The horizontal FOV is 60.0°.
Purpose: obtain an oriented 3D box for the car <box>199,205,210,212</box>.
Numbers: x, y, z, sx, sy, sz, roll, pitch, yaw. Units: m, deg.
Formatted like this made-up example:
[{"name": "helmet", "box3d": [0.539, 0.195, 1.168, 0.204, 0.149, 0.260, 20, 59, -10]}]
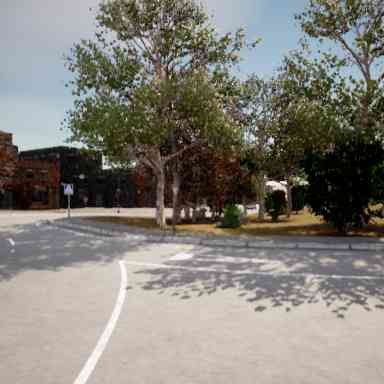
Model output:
[{"name": "car", "box3d": [3.885, 4.686, 93.762, 2.435, 2.045, 5.566, 0, -2, 26]}]
